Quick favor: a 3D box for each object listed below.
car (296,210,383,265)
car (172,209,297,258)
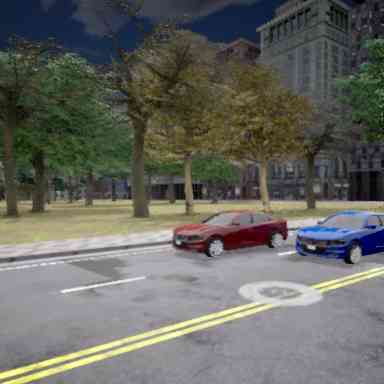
[{"bbox_3d":[5.731,1.430,11.733,5.008,1.535,1.882,0,0,-35],"label":"car"},{"bbox_3d":[1.572,1.441,12.770,5.008,1.535,1.882,0,0,-35],"label":"car"}]
